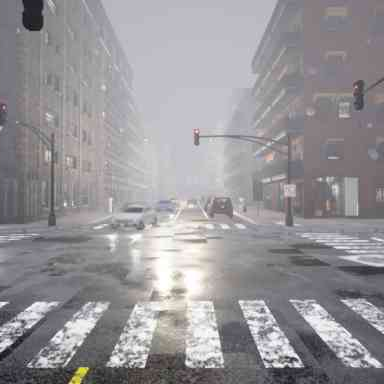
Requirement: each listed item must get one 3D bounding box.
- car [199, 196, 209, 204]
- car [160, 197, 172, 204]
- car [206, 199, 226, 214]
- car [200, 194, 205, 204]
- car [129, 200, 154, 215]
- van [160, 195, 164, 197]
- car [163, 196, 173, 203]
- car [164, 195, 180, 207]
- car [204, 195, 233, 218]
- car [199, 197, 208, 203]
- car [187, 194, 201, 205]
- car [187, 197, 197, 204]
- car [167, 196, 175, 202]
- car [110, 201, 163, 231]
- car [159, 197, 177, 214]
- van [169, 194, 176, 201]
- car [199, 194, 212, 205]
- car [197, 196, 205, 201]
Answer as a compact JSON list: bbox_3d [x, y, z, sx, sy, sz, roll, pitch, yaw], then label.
[{"bbox_3d":[2.516,1.556,69.069,1.967,1.590,4.097,1,0,0],"label":"car"},{"bbox_3d":[-5.365,1.666,69.026,2.008,1.369,4.403,1,0,0],"label":"car"},{"bbox_3d":[2.549,1.540,35.876,1.752,1.417,4.829,1,0,0],"label":"car"},{"bbox_3d":[2.547,1.335,41.271,2.192,1.841,5.009,1,0,0],"label":"car"},{"bbox_3d":[-5.331,1.580,35.654,1.947,1.339,4.313,1,0,0],"label":"car"},{"bbox_3d":[-5.356,1.427,63.462,1.690,1.788,3.998,1,0,0],"label":"van"},{"bbox_3d":[-5.370,1.670,74.418,1.752,1.417,4.829,1,0,0],"label":"car"},{"bbox_3d":[-2.882,1.522,52.319,1.882,1.535,5.008,0,0,0],"label":"car"},{"bbox_3d":[2.558,1.326,30.147,2.192,1.841,5.009,1,0,0],"label":"car"},{"bbox_3d":[2.509,1.728,74.629,1.802,1.307,4.206,1,0,0],"label":"car"},{"bbox_3d":[0.046,1.564,60.107,2.128,1.511,4.902,0,0,0],"label":"car"},{"bbox_3d":[-0.001,1.684,70.341,1.994,1.385,4.181,0,0,0],"label":"car"},{"bbox_3d":[-5.381,1.763,85.717,2.008,1.369,4.403,1,0,0],"label":"car"},{"bbox_3d":[-3.599,1.585,21.683,1.812,1.442,4.674,1,1,12],"label":"car"},{"bbox_3d":[-2.871,1.539,35.544,1.812,1.442,4.674,0,0,0],"label":"car"},{"bbox_3d":[-5.383,1.588,91.282,1.690,1.788,3.998,1,0,0],"label":"van"},{"bbox_3d":[2.523,1.402,63.505,2.192,1.841,5.009,1,0,0],"label":"car"},{"bbox_3d":[2.493,1.813,91.320,1.947,1.339,4.313,1,0,0],"label":"car"}]
